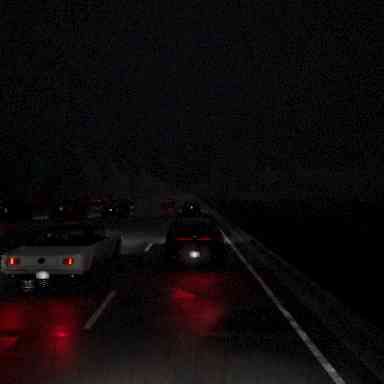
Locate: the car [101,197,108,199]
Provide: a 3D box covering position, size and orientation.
[{"bbox_3d":[-14.147,1.618,54.691,1.812,1.442,4.674,0,0,0],"label":"car"}]

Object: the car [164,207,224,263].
[{"bbox_3d":[0.068,1.527,11.972,1.837,1.490,4.892,0,0,0],"label":"car"}]

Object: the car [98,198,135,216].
[{"bbox_3d":[-7.028,1.600,31.084,2.033,1.411,5.357,0,0,0],"label":"car"}]

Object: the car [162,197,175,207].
[{"bbox_3d":[-3.631,1.579,51.624,2.128,1.511,4.902,0,0,0],"label":"car"}]

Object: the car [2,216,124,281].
[{"bbox_3d":[-3.419,1.618,9.831,1.895,1.301,4.718,0,0,0],"label":"car"}]

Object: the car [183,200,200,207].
[{"bbox_3d":[-0.058,1.627,37.460,1.994,1.385,4.181,0,0,0],"label":"car"}]

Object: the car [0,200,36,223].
[{"bbox_3d":[-13.997,1.396,25.749,2.097,1.767,4.553,0,0,0],"label":"car"}]

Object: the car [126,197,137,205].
[{"bbox_3d":[-10.658,1.622,56.845,1.812,1.442,4.674,0,0,0],"label":"car"}]

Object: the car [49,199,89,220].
[{"bbox_3d":[-10.513,1.402,28.807,2.097,1.767,4.553,0,0,0],"label":"car"}]
